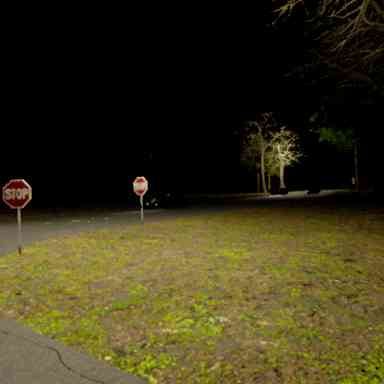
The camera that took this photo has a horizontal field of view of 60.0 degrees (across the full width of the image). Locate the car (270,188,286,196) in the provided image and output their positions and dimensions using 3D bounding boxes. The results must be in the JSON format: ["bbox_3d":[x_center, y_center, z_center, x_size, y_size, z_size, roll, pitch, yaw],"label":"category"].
[{"bbox_3d":[16.433,0.008,63.201,1.994,1.385,4.181,-3,1,34],"label":"car"}]

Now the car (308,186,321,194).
[{"bbox_3d":[22.801,-0.326,62.037,2.033,1.411,5.357,-3,1,27],"label":"car"}]

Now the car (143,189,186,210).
[{"bbox_3d":[-2.827,0.778,34.892,2.150,2.045,5.566,-3,0,34],"label":"car"}]
